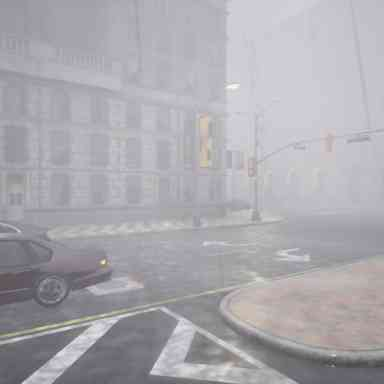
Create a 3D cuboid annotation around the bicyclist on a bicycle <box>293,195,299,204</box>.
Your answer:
[{"bbox_3d":[17.887,1.300,57.105,1.656,1.620,0.582,0,0,-35],"label":"bicyclist on a bicycle"}]

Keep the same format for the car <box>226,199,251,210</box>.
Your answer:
[{"bbox_3d":[5.710,1.564,43.137,1.994,1.385,4.181,0,0,-35],"label":"car"}]

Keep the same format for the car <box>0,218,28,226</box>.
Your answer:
[{"bbox_3d":[-6.505,1.492,9.243,4.902,1.511,2.128,0,0,-37],"label":"car"}]

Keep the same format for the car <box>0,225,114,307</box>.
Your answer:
[{"bbox_3d":[-4.315,1.547,6.460,5.357,1.411,2.033,0,0,-34],"label":"car"}]
